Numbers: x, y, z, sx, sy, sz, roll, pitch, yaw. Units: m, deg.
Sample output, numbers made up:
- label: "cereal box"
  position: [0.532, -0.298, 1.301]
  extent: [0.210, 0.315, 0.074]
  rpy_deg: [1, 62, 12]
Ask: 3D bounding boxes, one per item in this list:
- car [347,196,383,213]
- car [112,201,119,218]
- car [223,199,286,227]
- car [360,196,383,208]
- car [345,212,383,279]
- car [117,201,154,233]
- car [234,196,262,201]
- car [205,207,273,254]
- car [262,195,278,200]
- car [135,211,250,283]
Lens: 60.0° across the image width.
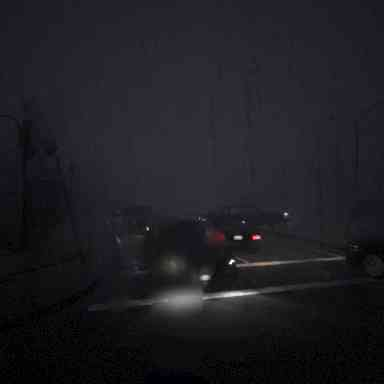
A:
- label: "car"
  position: [15.622, 1.356, 29.164]
  extent: [1.970, 1.475, 3.806]
  rpy_deg: [0, 0, -17]
- label: "car"
  position: [-6.233, 1.515, 30.094]
  extent: [2.033, 1.411, 5.357]
  rpy_deg: [0, 0, -17]
- label: "car"
  position: [2.857, 1.466, 19.892]
  extent: [5.357, 1.411, 2.033]
  rpy_deg: [-3, 1, -15]
- label: "car"
  position: [23.953, 1.274, 43.138]
  extent: [1.845, 1.501, 3.633]
  rpy_deg: [0, 0, -17]
- label: "car"
  position: [6.524, 1.475, 8.222]
  extent: [5.008, 1.535, 1.882]
  rpy_deg: [0, 0, 40]
- label: "car"
  position: [-3.089, 1.529, 19.937]
  extent: [2.033, 1.411, 5.357]
  rpy_deg: [0, 0, -17]
- label: "car"
  position: [7.412, 1.287, 46.134]
  extent: [2.007, 1.523, 4.514]
  rpy_deg: [0, 0, -17]
- label: "car"
  position: [1.354, 1.538, 13.386]
  extent: [2.033, 1.411, 5.357]
  rpy_deg: [0, 0, -4]
- label: "car"
  position: [10.402, 1.277, 47.086]
  extent: [2.152, 1.636, 5.027]
  rpy_deg: [0, 0, -17]
- label: "car"
  position: [-0.371, 1.542, 10.098]
  extent: [2.033, 1.411, 5.357]
  rpy_deg: [0, 0, -15]
